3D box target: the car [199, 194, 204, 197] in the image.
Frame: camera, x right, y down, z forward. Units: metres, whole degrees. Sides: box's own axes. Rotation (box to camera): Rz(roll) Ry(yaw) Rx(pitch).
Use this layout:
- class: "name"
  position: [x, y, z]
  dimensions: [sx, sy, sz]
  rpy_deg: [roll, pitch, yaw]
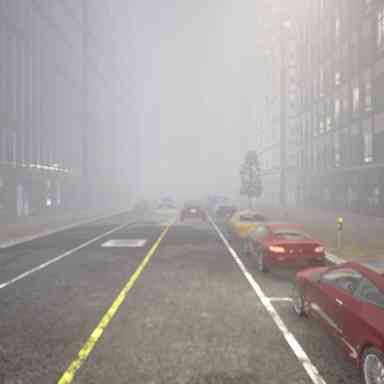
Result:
- class: "car"
  position: [0.096, 1.384, 42.863]
  dimensions: [2.163, 1.488, 4.792]
  rpy_deg: [0, 0, 0]

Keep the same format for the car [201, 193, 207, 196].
- class: "car"
  position: [2.686, 1.190, 44.444]
  dimensions: [2.192, 1.841, 5.009]
  rpy_deg: [0, 0, 0]

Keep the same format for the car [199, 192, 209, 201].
- class: "car"
  position: [2.685, 1.055, 78.626]
  dimensions: [2.192, 1.841, 5.009]
  rpy_deg: [0, 0, 0]

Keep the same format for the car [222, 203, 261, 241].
- class: "car"
  position: [2.687, 1.487, 16.126]
  dimensions: [1.752, 1.417, 4.829]
  rpy_deg: [0, 0, 0]

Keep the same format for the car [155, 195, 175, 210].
- class: "car"
  position: [-3.096, 1.415, 40.498]
  dimensions: [1.812, 1.442, 4.674]
  rpy_deg: [0, 0, 0]

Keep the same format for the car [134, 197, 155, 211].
- class: "car"
  position: [-5.693, 1.479, 38.748]
  dimensions: [1.802, 1.307, 4.206]
  rpy_deg: [0, 0, 0]

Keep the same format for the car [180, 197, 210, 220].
- class: "car"
  position: [0.098, 1.438, 27.020]
  dimensions: [2.163, 1.488, 4.792]
  rpy_deg: [0, 0, 0]

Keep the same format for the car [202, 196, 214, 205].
- class: "car"
  position: [2.686, 1.357, 56.007]
  dimensions: [1.752, 1.417, 4.829]
  rpy_deg: [0, 0, 0]

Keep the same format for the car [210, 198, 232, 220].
- class: "car"
  position: [2.687, 1.484, 27.352]
  dimensions: [2.008, 1.369, 4.403]
  rpy_deg: [0, 0, 0]

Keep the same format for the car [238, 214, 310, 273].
- class: "car"
  position: [2.688, 1.557, 10.260]
  dimensions: [1.802, 1.307, 4.206]
  rpy_deg: [0, 0, 0]

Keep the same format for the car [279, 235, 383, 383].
- class: "car"
  position: [2.688, 1.571, 4.563]
  dimensions: [1.802, 1.307, 4.206]
  rpy_deg: [0, 0, 0]

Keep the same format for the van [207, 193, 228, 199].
- class: "van"
  position: [2.687, 1.257, 33.049]
  dimensions: [1.690, 1.788, 3.998]
  rpy_deg: [0, 0, 0]
